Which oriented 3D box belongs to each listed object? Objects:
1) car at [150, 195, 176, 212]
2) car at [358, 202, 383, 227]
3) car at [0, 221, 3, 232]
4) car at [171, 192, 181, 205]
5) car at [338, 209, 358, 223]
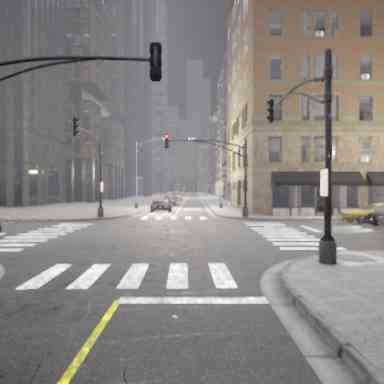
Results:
[{"bbox_3d":[-3.015,1.277,33.509,1.994,1.385,4.181,0,0,0],"label":"car"},{"bbox_3d":[12.264,1.387,19.080,4.181,1.385,1.994,0,0,0],"label":"car"},{"bbox_3d":[-11.201,1.424,15.287,4.674,1.442,1.812,0,0,4],"label":"car"},{"bbox_3d":[-2.978,1.110,44.880,2.128,1.511,4.902,0,0,0],"label":"car"},{"bbox_3d":[12.167,1.326,21.836,4.829,1.417,1.752,0,1,-1],"label":"car"}]
